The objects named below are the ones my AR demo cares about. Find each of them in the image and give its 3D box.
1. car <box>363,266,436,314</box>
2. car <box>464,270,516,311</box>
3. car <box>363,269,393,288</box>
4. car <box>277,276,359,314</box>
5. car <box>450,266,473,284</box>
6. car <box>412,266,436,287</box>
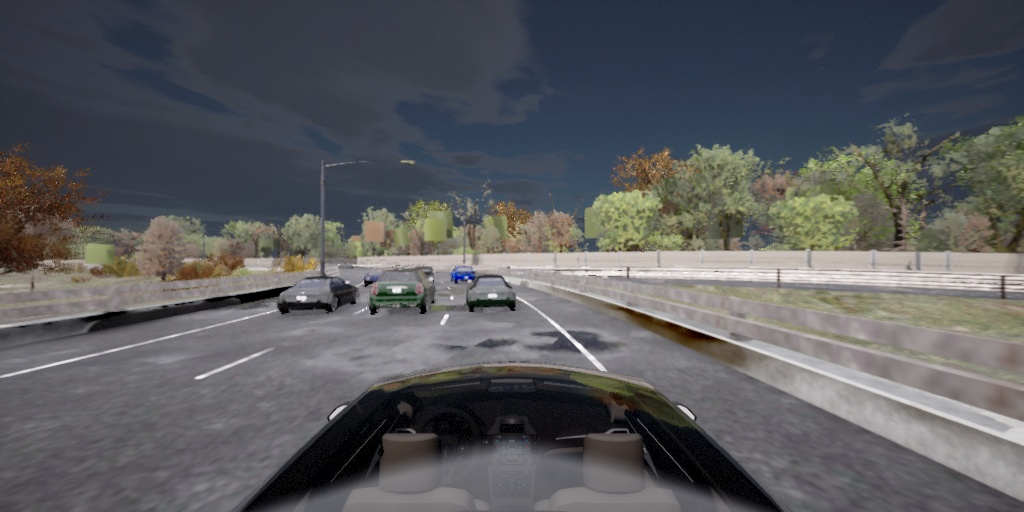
[{"bbox_3d":[-4.434,1.307,15.124,2.097,1.767,4.553,0,-1,-7],"label":"car"},{"bbox_3d":[-0.985,1.515,15.723,1.994,1.385,4.181,0,-1,-7],"label":"car"},{"bbox_3d":[-10.821,1.780,29.234,1.895,1.301,4.718,0,-1,-15],"label":"car"},{"bbox_3d":[-7.958,1.535,15.131,1.994,1.385,4.181,0,-1,-7],"label":"car"},{"bbox_3d":[-4.491,1.678,32.557,1.882,1.535,5.008,0,0,-16],"label":"car"},{"bbox_3d":[-7.582,1.692,30.626,1.837,1.490,4.892,0,0,-15],"label":"car"}]
